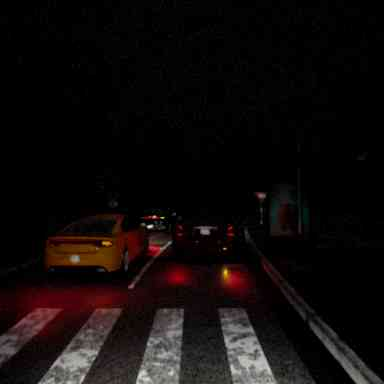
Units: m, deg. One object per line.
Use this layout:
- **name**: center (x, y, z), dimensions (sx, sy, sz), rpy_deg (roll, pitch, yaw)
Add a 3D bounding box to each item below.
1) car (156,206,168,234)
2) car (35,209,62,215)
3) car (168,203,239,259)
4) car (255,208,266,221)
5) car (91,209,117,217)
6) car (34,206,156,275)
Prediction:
- **car**: center (-2.050, 1.600, 19.536), dimensions (1.837, 1.490, 4.892), rpy_deg (0, -2, 2)
- **car**: center (-23.153, 3.605, 55.842), dimensions (4.718, 1.301, 1.895), rpy_deg (2, -4, -33)
- **car**: center (0.525, 1.250, 12.240), dimensions (2.097, 1.767, 4.553), rpy_deg (0, -1, 3)
- **car**: center (8.727, 2.561, 37.888), dimensions (1.882, 1.535, 5.008), rpy_deg (-2, -4, 29)
- **car**: center (-15.445, 3.630, 58.534), dimensions (4.181, 1.385, 1.994), rpy_deg (-1, -3, -4)
- **car**: center (-2.532, 1.371, 10.036), dimensions (1.882, 1.535, 5.008), rpy_deg (0, 0, 3)
